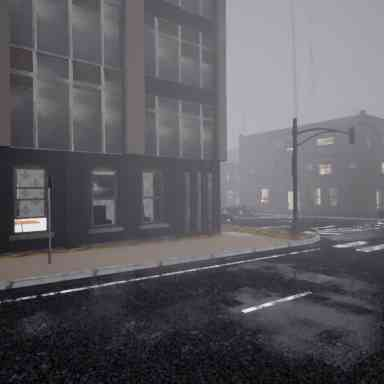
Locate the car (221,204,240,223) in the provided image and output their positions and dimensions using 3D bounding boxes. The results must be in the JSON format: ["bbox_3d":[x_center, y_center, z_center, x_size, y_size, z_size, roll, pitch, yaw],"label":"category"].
[{"bbox_3d":[1.619,1.935,28.506,1.947,1.339,4.313,-2,0,-37],"label":"car"}]

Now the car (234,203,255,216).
[{"bbox_3d":[5.246,1.920,38.098,2.008,1.369,4.403,-2,0,-37],"label":"car"}]
